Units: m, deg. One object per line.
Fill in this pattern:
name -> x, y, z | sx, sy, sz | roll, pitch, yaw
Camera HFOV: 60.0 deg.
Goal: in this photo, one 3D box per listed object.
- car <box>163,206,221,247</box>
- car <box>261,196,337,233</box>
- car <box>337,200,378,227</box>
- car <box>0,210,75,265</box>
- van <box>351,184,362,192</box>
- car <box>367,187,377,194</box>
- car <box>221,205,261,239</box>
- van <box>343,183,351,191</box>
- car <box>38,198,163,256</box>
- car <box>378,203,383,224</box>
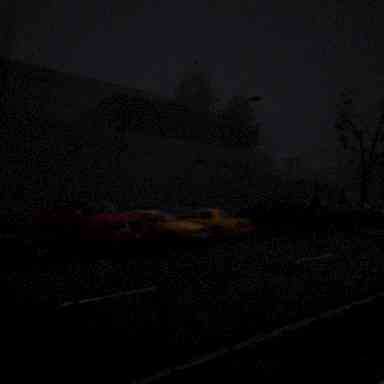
car -> -1.618, 1.501, 15.164 | 5.366, 1.575, 1.946 | -1, -1, 35
car -> 5.531, 1.291, 20.500 | 5.566, 2.045, 2.435 | -1, -1, 35
car -> 10.473, 1.453, 23.948 | 4.553, 1.767, 2.185 | -1, -1, 35
car -> -6.637, 1.523, 11.773 | 4.792, 1.488, 2.163 | -1, -1, 35
van -> 41.292, -0.957, 81.995 | 1.878, 1.987, 4.442 | 8, 3, 35
car -> 43.047, -0.458, 79.630 | 2.231, 1.521, 4.892 | 7, 3, 35
car -> 0.516, 1.516, 17.109 | 5.366, 1.575, 1.946 | -1, -1, 35
van -> 39.566, -1.230, 84.469 | 1.878, 1.987, 4.442 | 8, 3, 35
car -> -4.193, 1.248, 13.520 | 5.566, 2.045, 2.435 | -1, -1, 35
car -> 12.869, 1.476, 25.731 | 4.553, 1.767, 2.185 | -1, -1, 35
